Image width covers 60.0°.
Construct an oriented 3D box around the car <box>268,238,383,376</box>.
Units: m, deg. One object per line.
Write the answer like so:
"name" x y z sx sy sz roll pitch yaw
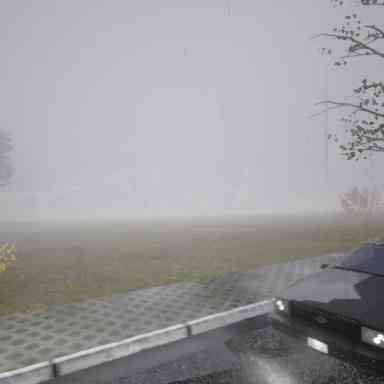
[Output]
"car" 3.751 1.547 5.753 5.357 1.411 2.033 0 0 -36
